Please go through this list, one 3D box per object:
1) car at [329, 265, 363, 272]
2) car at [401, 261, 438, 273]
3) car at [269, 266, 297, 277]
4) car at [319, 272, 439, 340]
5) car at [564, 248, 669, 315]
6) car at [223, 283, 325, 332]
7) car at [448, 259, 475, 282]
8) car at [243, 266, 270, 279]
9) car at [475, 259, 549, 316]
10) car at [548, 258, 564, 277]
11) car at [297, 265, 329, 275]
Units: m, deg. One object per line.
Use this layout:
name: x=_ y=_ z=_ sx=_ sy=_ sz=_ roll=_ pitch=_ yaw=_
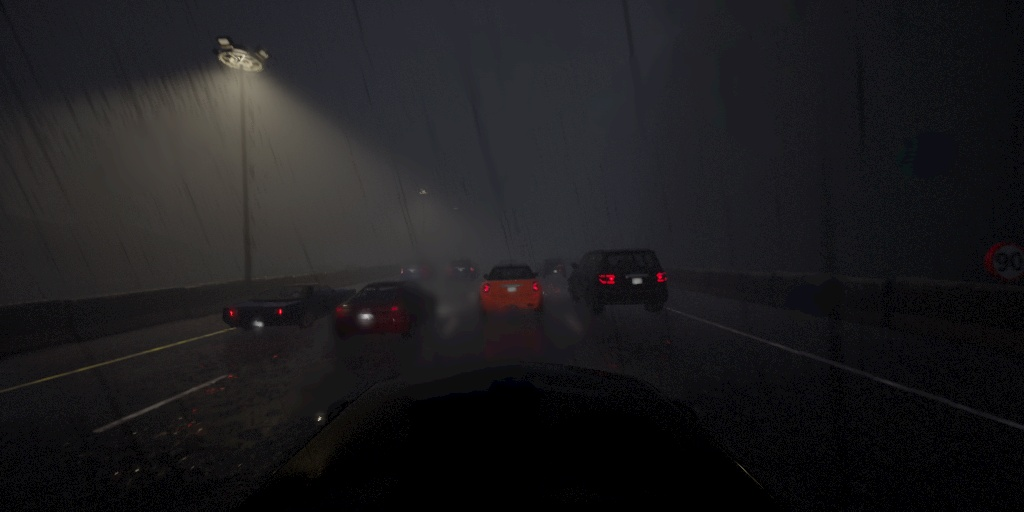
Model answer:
car: x=-18.111 y=1.632 z=40.228 sx=1.895 sy=1.301 sz=4.718 roll=-2 pitch=1 yaw=-1
car: x=-7.251 y=1.161 z=28.446 sx=2.097 sy=1.767 sz=4.553 roll=-2 pitch=1 yaw=-1
car: x=-25.116 y=1.839 z=41.059 sx=1.994 sy=1.385 sz=4.181 roll=-2 pitch=1 yaw=-1
car: x=-3.460 y=1.405 z=10.501 sx=1.994 sy=1.385 sz=4.181 roll=-2 pitch=0 yaw=-1
car: x=3.498 y=0.788 z=12.777 sx=2.150 sy=2.045 sz=5.566 roll=-2 pitch=0 yaw=-1
car: x=-6.974 y=1.561 z=12.034 sx=1.895 sy=1.301 sz=4.718 roll=-2 pitch=0 yaw=-1
car: x=-3.754 y=1.031 z=28.491 sx=2.097 sy=1.767 sz=4.553 roll=-2 pitch=1 yaw=-1
car: x=-28.617 y=1.891 z=41.326 sx=2.128 sy=1.511 sz=4.902 roll=-2 pitch=1 yaw=-1
car: x=-0.011 y=1.046 z=13.425 sx=2.097 sy=1.767 sz=4.553 roll=-2 pitch=1 yaw=0
car: x=3.242 y=0.920 z=28.982 sx=1.837 sy=1.490 sz=4.892 roll=-2 pitch=1 yaw=-1
car: x=-21.619 y=1.699 z=40.787 sx=2.033 sy=1.411 sz=5.357 roll=-2 pitch=1 yaw=-1
